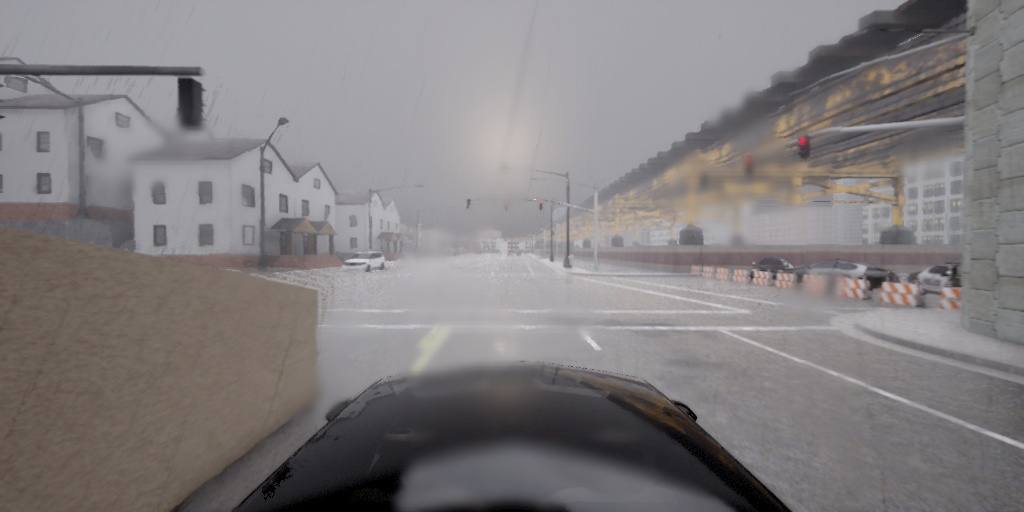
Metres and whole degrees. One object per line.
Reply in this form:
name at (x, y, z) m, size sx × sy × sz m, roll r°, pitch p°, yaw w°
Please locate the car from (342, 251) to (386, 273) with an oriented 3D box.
car at (-13.878, 0.581, 34.031) m, size 2.150 × 2.045 × 5.566 m, roll 0°, pitch 2°, yaw 1°
